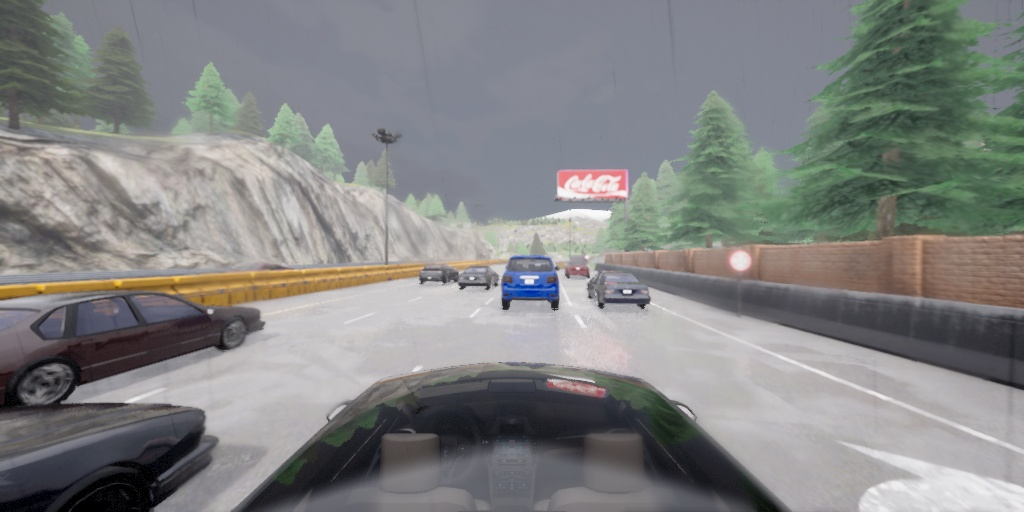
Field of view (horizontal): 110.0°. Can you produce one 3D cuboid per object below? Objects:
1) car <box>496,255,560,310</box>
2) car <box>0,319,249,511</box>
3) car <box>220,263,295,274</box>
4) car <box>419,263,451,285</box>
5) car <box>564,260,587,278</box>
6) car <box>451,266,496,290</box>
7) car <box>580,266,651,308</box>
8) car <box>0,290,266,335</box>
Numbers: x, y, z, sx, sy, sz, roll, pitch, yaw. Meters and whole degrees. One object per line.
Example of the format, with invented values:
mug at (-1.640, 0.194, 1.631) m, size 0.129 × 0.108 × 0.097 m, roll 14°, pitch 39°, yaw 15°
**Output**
car at (0.831, 0.989, 15.109) m, size 2.150 × 2.045 × 5.566 m, roll 0°, pitch 0°, yaw 5°
car at (-3.371, 1.287, 0.479) m, size 2.033 × 1.411 × 5.357 m, roll 0°, pitch 0°, yaw 0°
car at (-16.243, 1.204, 22.982) m, size 1.882 × 1.535 × 5.008 m, roll 0°, pitch 0°, yaw 6°
car at (-5.198, 1.253, 25.982) m, size 2.128 × 1.511 × 4.902 m, roll 0°, pitch 0°, yaw 5°
car at (6.150, 1.156, 34.398) m, size 2.097 × 1.767 × 4.553 m, roll 0°, pitch 0°, yaw 5°
car at (-2.012, 1.315, 22.618) m, size 2.033 × 1.411 × 5.357 m, roll 0°, pitch 0°, yaw 5°
car at (4.342, 1.325, 15.298) m, size 2.033 × 1.411 × 5.357 m, roll 0°, pitch 0°, yaw 5°
car at (-6.782, 1.283, 5.941) m, size 2.033 × 1.411 × 5.357 m, roll 0°, pitch 0°, yaw 2°
